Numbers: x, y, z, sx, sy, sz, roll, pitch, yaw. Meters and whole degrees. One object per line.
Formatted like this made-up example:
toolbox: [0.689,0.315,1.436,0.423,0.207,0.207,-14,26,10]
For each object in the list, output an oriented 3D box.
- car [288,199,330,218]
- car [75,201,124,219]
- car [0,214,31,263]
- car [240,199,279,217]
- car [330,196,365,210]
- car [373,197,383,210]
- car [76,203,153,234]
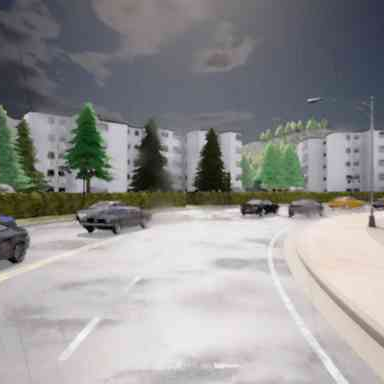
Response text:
car: [9.910,1.377,28.724,1.837,1.490,4.892,0,1,40]
car: [-5.983,1.387,23.345,2.128,1.511,4.902,0,0,24]
car: [-6.364,1.485,9.127,1.812,1.442,4.674,0,0,7]
car: [6.128,1.345,29.627,1.882,1.535,5.008,0,1,37]
car: [18.829,1.296,40.380,5.008,1.535,1.882,0,0,-29]
car: [23.354,1.318,38.757,4.902,1.511,2.128,0,0,-25]
car: [-4.077,1.517,18.838,1.895,1.301,4.718,0,0,21]
